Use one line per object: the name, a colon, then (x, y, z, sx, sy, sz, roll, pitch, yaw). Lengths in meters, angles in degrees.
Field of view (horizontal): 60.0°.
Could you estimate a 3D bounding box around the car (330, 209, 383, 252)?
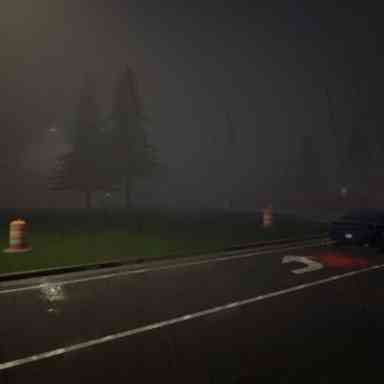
car: (7.698, 1.470, 14.057, 5.008, 1.535, 1.882, -1, 1, -42)
